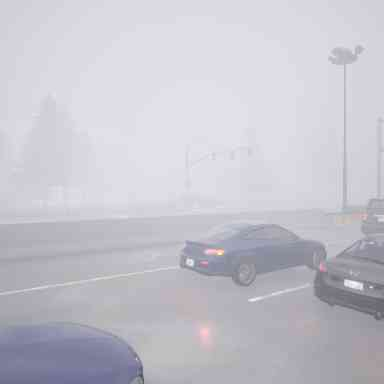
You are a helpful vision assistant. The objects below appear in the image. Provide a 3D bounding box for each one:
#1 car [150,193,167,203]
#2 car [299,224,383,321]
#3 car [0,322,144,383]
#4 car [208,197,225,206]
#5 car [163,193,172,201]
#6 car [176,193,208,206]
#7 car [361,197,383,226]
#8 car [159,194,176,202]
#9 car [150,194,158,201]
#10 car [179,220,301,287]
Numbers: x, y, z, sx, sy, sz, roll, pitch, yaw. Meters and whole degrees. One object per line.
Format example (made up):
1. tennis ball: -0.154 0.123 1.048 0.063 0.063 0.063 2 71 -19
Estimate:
1. car: -7.275 1.540 72.704 2.033 1.411 5.357 0 0 -18
2. car: 4.418 1.564 6.893 4.181 1.385 1.994 0 0 -35
3. car: -2.500 1.526 1.928 4.674 1.442 1.812 0 0 -36
4. car: 3.295 1.547 55.813 2.033 1.411 5.357 0 0 -29
5. car: -6.460 1.225 87.648 2.150 2.045 5.566 0 0 -7
6. car: -0.064 1.221 54.762 2.150 2.045 5.566 0 0 -28
7. car: 9.908 1.223 15.103 5.566 2.045 2.150 0 0 -35
8. car: -4.208 1.601 63.591 1.895 1.301 4.718 0 0 -22
9. car: -9.795 1.354 85.697 2.097 1.767 4.553 0 0 -7
10. car: 1.833 1.526 9.348 4.674 1.442 1.812 0 0 -35
